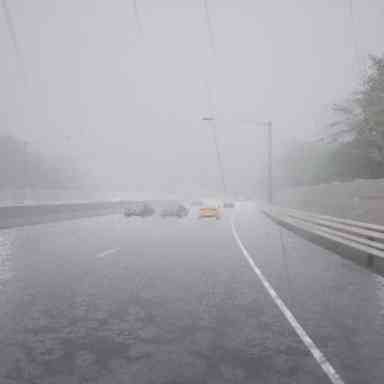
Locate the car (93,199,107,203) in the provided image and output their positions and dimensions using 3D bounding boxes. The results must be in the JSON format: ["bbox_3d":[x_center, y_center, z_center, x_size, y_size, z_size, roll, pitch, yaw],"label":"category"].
[{"bbox_3d":[-15.251,1.946,56.362,2.128,1.511,4.902,0,-1,10],"label":"car"}]

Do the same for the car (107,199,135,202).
[{"bbox_3d":[-11.803,1.958,55.780,2.128,1.511,4.902,0,-1,10],"label":"car"}]

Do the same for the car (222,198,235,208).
[{"bbox_3d":[6.464,2.197,58.495,1.895,1.301,4.718,0,-1,10],"label":"car"}]

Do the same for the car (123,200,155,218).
[{"bbox_3d":[-5.072,1.810,32.856,2.033,1.411,5.357,0,-1,10],"label":"car"}]

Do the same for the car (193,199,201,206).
[{"bbox_3d":[1.087,2.172,68.481,2.128,1.511,4.902,0,-1,10],"label":"car"}]

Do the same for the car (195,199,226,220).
[{"bbox_3d":[1.826,1.770,31.667,1.882,1.535,5.008,0,-1,10],"label":"car"}]

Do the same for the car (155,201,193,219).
[{"bbox_3d":[-1.623,1.824,32.258,2.033,1.411,5.357,0,-1,10],"label":"car"}]
